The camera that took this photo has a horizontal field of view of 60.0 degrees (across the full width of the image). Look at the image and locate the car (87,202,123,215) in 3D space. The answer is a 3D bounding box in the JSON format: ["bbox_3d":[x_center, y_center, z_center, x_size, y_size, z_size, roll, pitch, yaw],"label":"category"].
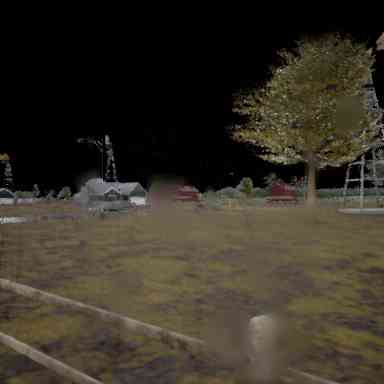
[{"bbox_3d":[-10.895,2.058,42.072,2.128,1.511,4.902,-2,-2,36],"label":"car"}]

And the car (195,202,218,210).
[{"bbox_3d":[2.776,2.522,61.012,2.033,1.411,5.357,-2,-2,36],"label":"car"}]
